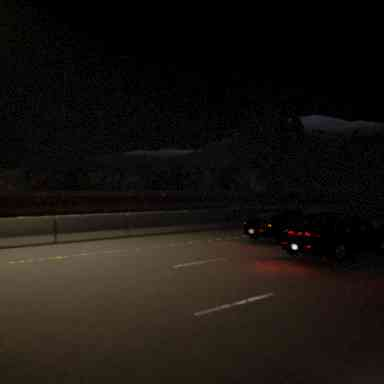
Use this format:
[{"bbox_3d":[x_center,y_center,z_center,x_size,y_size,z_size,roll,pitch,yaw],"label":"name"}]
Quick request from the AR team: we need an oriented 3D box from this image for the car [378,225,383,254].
[{"bbox_3d":[7.297,1.315,8.989,4.553,1.767,2.097,0,0,-35],"label":"car"}]

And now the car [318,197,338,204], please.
[{"bbox_3d":[21.575,1.397,49.776,5.357,1.411,2.033,0,0,-38],"label":"car"}]

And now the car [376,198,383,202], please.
[{"bbox_3d":[26.292,1.411,44.671,4.181,1.385,1.994,0,0,-39],"label":"car"}]

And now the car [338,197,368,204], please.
[{"bbox_3d":[22.841,1.378,46.382,4.674,1.442,1.812,0,0,-38],"label":"car"}]

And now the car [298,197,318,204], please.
[{"bbox_3d":[18.718,1.454,51.973,4.718,1.301,1.895,0,0,-38],"label":"car"}]

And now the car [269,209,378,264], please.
[{"bbox_3d":[5.189,1.468,11.785,4.892,1.490,1.837,0,0,-35],"label":"car"}]

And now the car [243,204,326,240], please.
[{"bbox_3d":[4.416,1.485,15.523,4.674,1.442,1.812,0,0,-35],"label":"car"}]
